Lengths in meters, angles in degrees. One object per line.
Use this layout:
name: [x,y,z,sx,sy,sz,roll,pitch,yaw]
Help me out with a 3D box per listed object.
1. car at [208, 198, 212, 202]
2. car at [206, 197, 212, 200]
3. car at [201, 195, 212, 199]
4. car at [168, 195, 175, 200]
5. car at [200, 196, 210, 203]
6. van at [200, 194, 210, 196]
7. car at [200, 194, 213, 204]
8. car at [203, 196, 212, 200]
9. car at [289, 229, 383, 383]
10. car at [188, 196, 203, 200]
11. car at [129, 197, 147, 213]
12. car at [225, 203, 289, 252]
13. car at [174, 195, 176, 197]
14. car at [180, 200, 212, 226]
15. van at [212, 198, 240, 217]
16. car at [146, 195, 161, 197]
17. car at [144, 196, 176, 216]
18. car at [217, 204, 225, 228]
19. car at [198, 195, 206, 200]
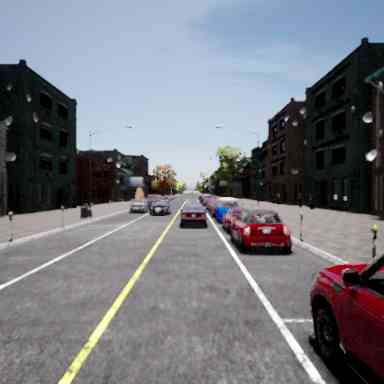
car: [2.694,1.539,30.537,1.887,1.381,4.507,-1,0,0]
car: [2.695,1.575,36.085,1.802,1.307,4.206,-1,0,0]
car: [2.699,1.572,52.730,1.802,1.307,4.206,-1,0,0]
car: [-5.673,1.560,91.568,1.802,1.307,4.206,-1,0,0]
car: [2.703,1.567,69.375,1.802,1.307,4.206,-1,0,0]
van: [2.698,1.329,58.278,1.690,1.788,3.998,-1,0,0]
car: [2.700,1.302,63.827,2.192,1.841,5.009,-1,0,0]
car: [2.697,1.574,41.633,1.802,1.307,4.206,-1,0,0]
car: [2.686,1.315,2.795,2.192,1.841,5.009,-1,0,0]
car: [0.110,1.592,44.204,1.895,1.301,4.718,0,0,0]
car: [-5.685,1.544,36.085,2.008,1.369,4.403,-1,0,0]
car: [2.690,1.438,13.891,1.967,1.590,4.097,-1,0,0]
car: [-5.675,1.526,80.472,1.887,1.381,4.507,-1,0,0]
car: [0.107,1.543,23.526,2.033,1.411,5.357,0,0,0]
van: [2.691,1.337,24.988,1.690,1.788,3.998,-1,0,0]
car: [-5.685,1.306,47.181,2.192,1.841,5.009,-1,0,0]
car: [-3.084,1.485,32.841,2.128,1.511,4.902,0,0,0]
car: [2.693,1.579,19.440,1.802,1.307,4.206,-1,0,0]
car: [2.708,1.544,91.569,1.947,1.339,4.313,-1,0,0]
